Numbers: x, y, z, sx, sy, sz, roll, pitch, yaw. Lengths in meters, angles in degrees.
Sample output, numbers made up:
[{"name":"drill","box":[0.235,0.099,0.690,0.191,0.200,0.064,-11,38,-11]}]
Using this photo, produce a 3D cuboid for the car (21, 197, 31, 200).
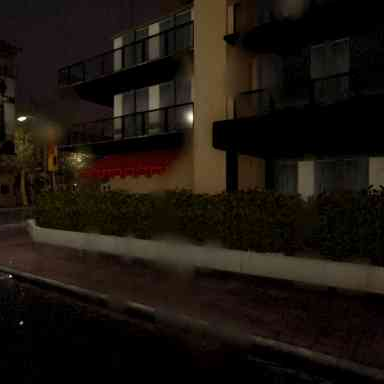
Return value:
[{"name":"car","box":[-35.611,1.481,67.681,4.892,1.521,2.231,0,0,36]}]
